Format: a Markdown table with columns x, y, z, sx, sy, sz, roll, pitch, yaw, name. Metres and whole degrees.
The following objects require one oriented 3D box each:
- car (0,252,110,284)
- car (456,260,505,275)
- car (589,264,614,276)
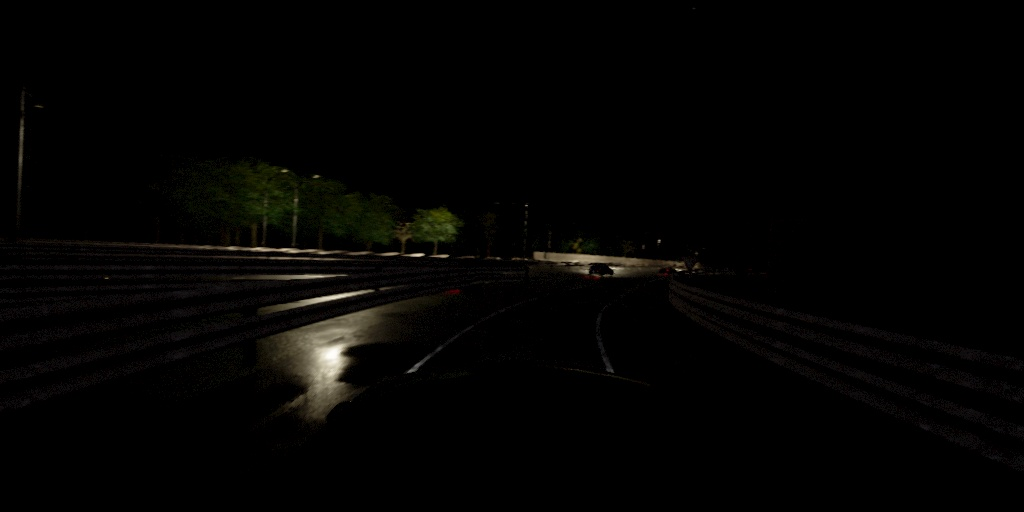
| x | y | z | sx | sy | sz | roll | pitch | yaw | name |
| --- | --- | --- | --- | --- | --- | --- | --- | --- | --- |
| -15.515 | 0.539 | 10.286 | 2.033 | 1.411 | 5.357 | 3 | 0 | 36 | car |
| -2.520 | 1.103 | 27.768 | 1.837 | 1.490 | 4.892 | 3 | 0 | 37 | car |
| 11.413 | 1.786 | 45.728 | 1.812 | 1.442 | 4.674 | 3 | 0 | 38 | car |
